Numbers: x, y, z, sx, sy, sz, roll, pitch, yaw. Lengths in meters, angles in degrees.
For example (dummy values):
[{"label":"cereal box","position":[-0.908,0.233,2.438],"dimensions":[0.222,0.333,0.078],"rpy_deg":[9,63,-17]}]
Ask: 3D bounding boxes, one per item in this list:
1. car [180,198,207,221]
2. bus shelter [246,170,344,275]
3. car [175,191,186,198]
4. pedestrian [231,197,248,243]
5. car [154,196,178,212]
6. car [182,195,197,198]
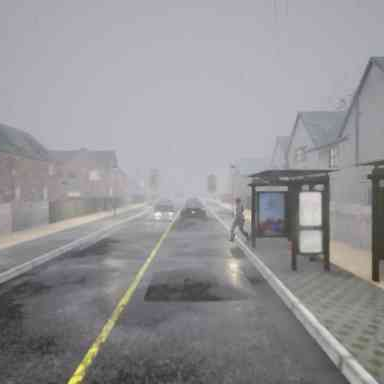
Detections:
[{"label":"car","position":[0.094,1.405,25.761],"dimensions":[1.994,1.385,4.181],"rpy_deg":[0,0,0]},{"label":"bus shelter","position":[3.018,0.797,10.675],"dimensions":[1.920,2.740,3.880],"rpy_deg":[0,0,0]},{"label":"car","position":[-2.650,0.806,76.250],"dimensions":[2.150,2.045,5.566],"rpy_deg":[0,0,0]},{"label":"pedestrian","position":[1.858,1.044,13.061],"dimensions":[0.375,1.860,0.375],"rpy_deg":[0,0,-4]},{"label":"car","position":[-2.796,1.375,34.773],"dimensions":[1.994,1.385,4.181],"rpy_deg":[0,0,0]},{"label":"car","position":[0.129,1.344,39.990],"dimensions":[2.033,1.411,5.357],"rpy_deg":[0,0,0]}]
